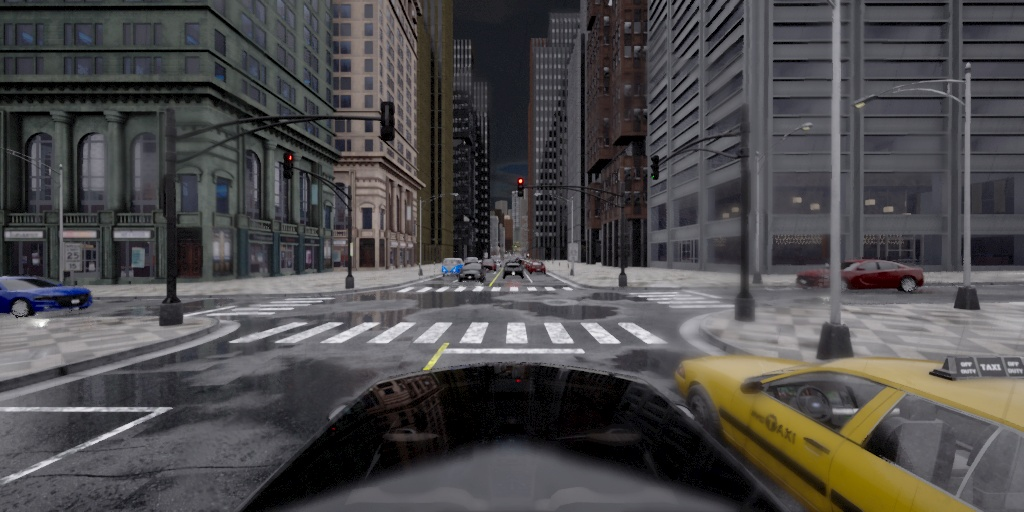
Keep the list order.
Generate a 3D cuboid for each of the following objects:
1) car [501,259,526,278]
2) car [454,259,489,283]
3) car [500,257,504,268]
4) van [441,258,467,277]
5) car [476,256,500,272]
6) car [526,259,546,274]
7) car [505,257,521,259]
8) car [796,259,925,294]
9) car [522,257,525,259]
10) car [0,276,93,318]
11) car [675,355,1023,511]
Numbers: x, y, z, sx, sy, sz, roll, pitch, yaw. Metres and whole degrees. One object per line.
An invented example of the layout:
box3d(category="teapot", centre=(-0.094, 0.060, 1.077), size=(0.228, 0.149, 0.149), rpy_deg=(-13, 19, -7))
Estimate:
box3d(category="car", centre=(0.133, 1.260, 33.975), size=(1.837, 1.490, 4.892), rpy_deg=(0, 0, 0))
box3d(category="car", centre=(-3.063, 1.255, 28.218), size=(1.837, 1.490, 4.892), rpy_deg=(0, 1, 0))
box3d(category="car", centre=(-2.936, 1.086, 63.732), size=(2.150, 2.045, 5.566), rpy_deg=(0, 0, 0))
box3d(category="van", centre=(-5.743, 1.096, 34.792), size=(1.690, 1.789, 3.998), rpy_deg=(0, 0, 0))
box3d(category="car", centre=(-3.050, 1.114, 45.938), size=(2.097, 1.767, 4.553), rpy_deg=(0, 0, 0))
box3d(category="car", centre=(2.819, 1.303, 40.290), size=(1.888, 1.381, 4.507), rpy_deg=(0, 0, 0))
box3d(category="car", centre=(0.126, 1.338, 61.777), size=(1.994, 1.385, 4.181), rpy_deg=(0, 0, 0))
box3d(category="car", centre=(16.377, 0.919, 17.032), size=(5.008, 1.535, 1.882), rpy_deg=(-1, 0, 0))
box3d(category="car", centre=(2.832, 1.295, 57.036), size=(1.751, 1.417, 4.829), rpy_deg=(0, 0, 0))
box3d(category="car", centre=(-19.530, 1.543, 14.002), size=(5.008, 1.535, 1.882), rpy_deg=(-1, 0, 0))
box3d(category="car", centre=(2.769, 1.275, 2.368), size=(1.751, 1.417, 4.829), rpy_deg=(0, 0, 0))
